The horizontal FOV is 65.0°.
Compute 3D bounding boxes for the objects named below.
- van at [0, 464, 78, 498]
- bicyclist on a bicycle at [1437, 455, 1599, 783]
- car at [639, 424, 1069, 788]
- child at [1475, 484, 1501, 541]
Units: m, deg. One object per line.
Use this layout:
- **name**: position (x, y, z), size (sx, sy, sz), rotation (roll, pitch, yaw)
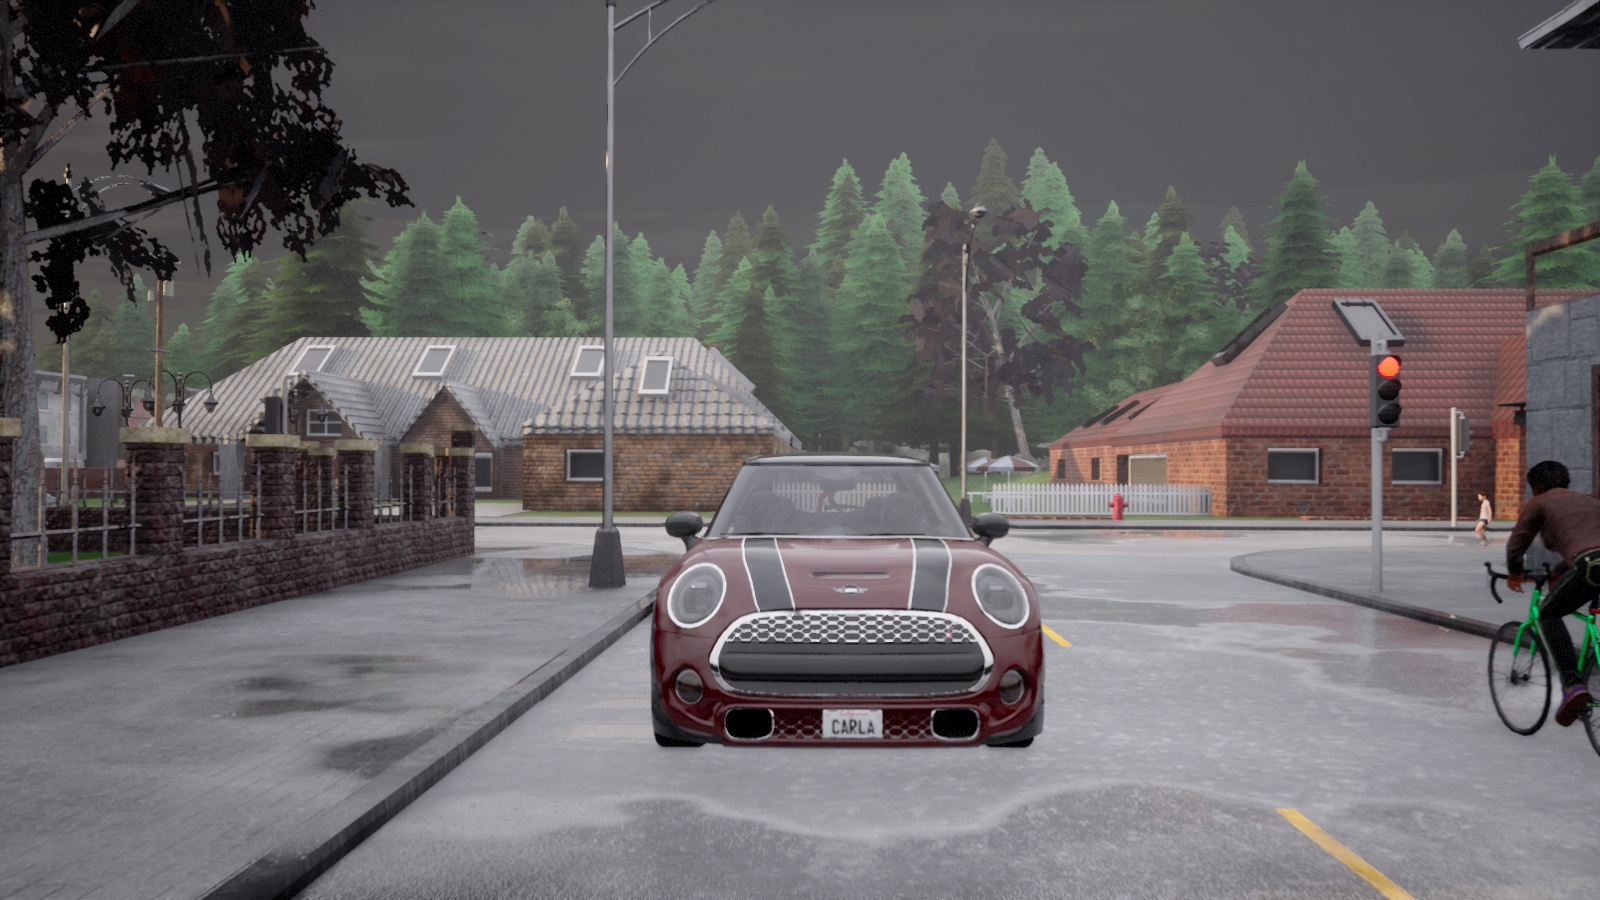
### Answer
- **van**: position (-47.186, 1.886, 77.972), size (2.069, 2.038, 4.480), rotation (0, -1, 2)
- **bicyclist on a bicycle**: position (4.265, 0.851, 7.016), size (0.582, 1.620, 1.656), rotation (0, -1, 1)
- **car**: position (0.237, 0.794, 8.419), size (2.097, 1.767, 4.553), rotation (0, -1, -1)
- **child**: position (13.372, 1.209, 24.410), size (0.394, 1.110, 0.255), rotation (0, -1, 16)
